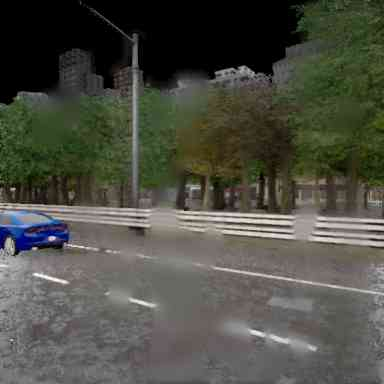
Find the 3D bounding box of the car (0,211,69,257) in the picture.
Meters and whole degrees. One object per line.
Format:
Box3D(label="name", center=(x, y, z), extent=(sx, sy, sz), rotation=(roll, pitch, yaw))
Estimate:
Box3D(label="car", center=(-6.924, 1.492, 13.126), extent=(5.008, 1.535, 1.882), rotation=(0, 0, 36))
